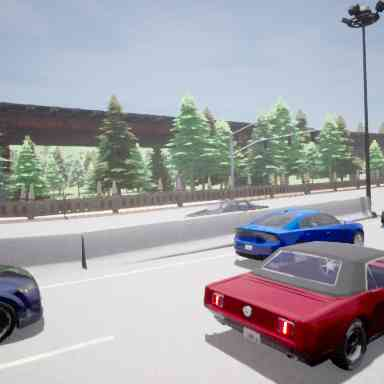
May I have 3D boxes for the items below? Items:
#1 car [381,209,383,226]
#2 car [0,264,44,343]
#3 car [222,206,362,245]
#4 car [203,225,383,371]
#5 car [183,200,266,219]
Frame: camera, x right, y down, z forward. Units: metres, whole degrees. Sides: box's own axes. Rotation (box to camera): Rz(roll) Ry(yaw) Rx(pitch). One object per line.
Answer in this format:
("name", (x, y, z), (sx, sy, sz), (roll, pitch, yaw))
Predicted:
("car", (10.848, 0.878, 15.881), (4.181, 1.385, 1.994), (-4, 2, -36))
("car", (-4.482, 1.564, 4.852), (4.181, 1.385, 1.994), (0, 0, -36))
("car", (3.568, 1.282, 10.636), (5.008, 1.535, 1.882), (-3, 2, -36))
("car", (2.581, 1.527, 5.613), (4.718, 1.301, 1.895), (-2, 1, -36))
("car", (2.021, 1.197, 18.437), (5.357, 1.411, 2.033), (-4, 2, -36))
